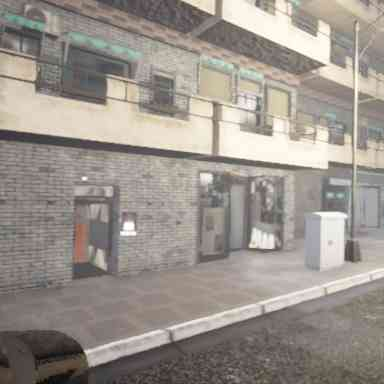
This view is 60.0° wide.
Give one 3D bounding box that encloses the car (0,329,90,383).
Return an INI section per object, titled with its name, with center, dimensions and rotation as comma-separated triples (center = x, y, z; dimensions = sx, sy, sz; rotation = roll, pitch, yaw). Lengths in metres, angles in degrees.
[car]
center = -2.764, 1.504, 1.097
dimensions = 4.892, 1.490, 1.837
rotation = 0, 0, -36
